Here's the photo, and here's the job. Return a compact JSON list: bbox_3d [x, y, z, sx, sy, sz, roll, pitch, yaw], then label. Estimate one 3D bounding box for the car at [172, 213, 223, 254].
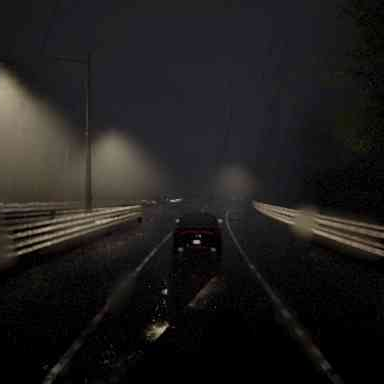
[{"bbox_3d":[0.282,1.607,14.134,1.882,1.535,5.008,0,0,3],"label":"car"}]
